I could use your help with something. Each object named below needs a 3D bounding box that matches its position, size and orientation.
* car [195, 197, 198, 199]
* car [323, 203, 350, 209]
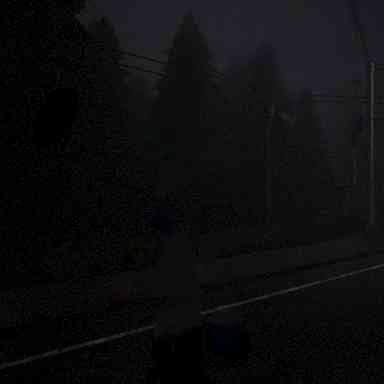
[{"bbox_3d":[-0.118,1.601,65.234,4.718,1.301,1.895,0,0,27],"label":"car"},{"bbox_3d":[16.533,1.548,40.541,2.033,1.411,5.357,0,0,-20],"label":"car"}]
